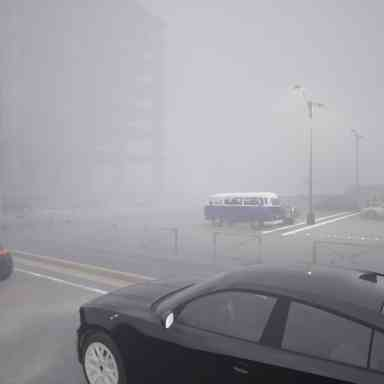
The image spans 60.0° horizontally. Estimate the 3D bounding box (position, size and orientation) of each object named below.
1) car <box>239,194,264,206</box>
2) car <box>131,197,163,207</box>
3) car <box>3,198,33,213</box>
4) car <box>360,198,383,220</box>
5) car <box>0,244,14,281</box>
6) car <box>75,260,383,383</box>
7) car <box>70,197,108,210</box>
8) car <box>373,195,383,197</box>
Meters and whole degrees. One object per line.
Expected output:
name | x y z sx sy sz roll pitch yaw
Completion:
car | 11.436 1.545 63.581 1.895 1.301 4.718 0 0 35
car | -6.741 1.492 50.415 2.033 1.411 5.357 0 0 36
car | -18.750 1.422 33.555 1.882 1.535 5.008 0 0 36
car | 14.728 1.395 24.730 3.806 1.475 1.970 0 0 36
car | -6.456 1.564 8.588 4.181 1.385 1.994 0 0 36
car | 0.865 1.478 3.378 5.008 1.535 1.882 0 0 36
car | -12.906 1.422 41.759 1.882 1.535 5.008 0 0 35
car | 17.953 1.153 29.282 4.605 1.855 1.932 0 0 36
